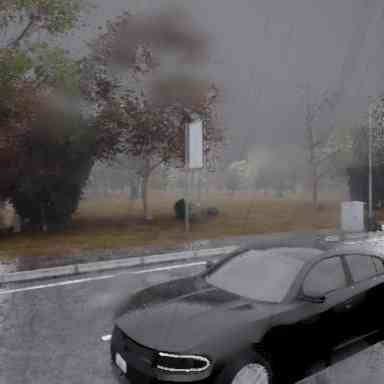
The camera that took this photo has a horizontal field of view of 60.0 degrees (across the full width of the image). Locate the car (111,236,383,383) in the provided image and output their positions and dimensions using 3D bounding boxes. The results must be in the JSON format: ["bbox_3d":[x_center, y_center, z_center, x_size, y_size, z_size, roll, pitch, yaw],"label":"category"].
[{"bbox_3d":[1.363,1.463,4.767,5.008,1.535,1.882,0,0,-33],"label":"car"}]
